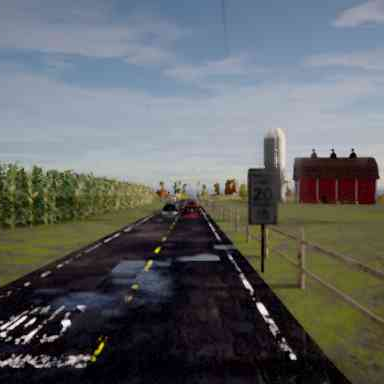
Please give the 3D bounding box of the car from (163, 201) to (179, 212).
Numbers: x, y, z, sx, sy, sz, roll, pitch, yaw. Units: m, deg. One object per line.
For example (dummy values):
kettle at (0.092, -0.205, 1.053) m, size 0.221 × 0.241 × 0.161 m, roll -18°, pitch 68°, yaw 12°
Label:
car at (-2.774, 1.885, 44.740) m, size 1.994 × 1.385 × 4.181 m, roll 0°, pitch 0°, yaw 0°

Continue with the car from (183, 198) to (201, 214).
car at (-0.021, 1.790, 40.127) m, size 1.837 × 1.490 × 4.892 m, roll 0°, pitch 0°, yaw 0°

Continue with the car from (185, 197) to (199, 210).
car at (-0.029, 1.719, 50.534) m, size 2.097 × 1.767 × 4.553 m, roll 0°, pitch 0°, yaw 0°
